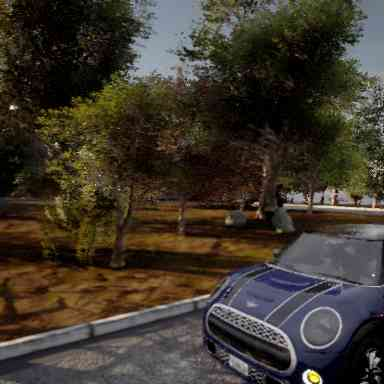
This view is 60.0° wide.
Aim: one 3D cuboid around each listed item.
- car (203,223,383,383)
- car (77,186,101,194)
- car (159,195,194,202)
[{"bbox_3d":[2.359,1.328,5.007,4.553,1.767,2.097,0,0,-35],"label":"car"},{"bbox_3d":[-13.154,0.220,41.831,5.566,2.045,2.150,1,-1,-34],"label":"car"},{"bbox_3d":[-1.679,0.654,42.079,5.357,1.411,2.033,1,0,5],"label":"car"}]
